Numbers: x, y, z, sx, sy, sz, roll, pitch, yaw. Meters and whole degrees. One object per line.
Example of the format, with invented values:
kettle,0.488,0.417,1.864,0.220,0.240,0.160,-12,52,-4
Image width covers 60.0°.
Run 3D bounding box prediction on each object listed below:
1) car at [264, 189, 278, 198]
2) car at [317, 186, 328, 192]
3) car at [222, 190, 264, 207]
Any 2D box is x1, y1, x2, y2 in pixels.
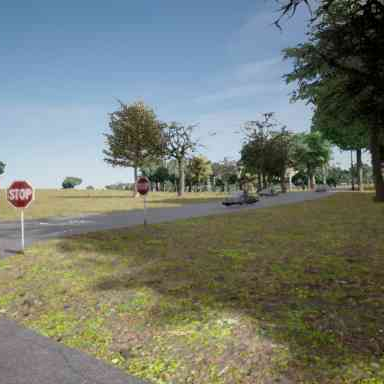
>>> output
car,13.292,0.231,58.171,2.033,1.411,5.357,-3,1,34
car,28.500,-0.692,72.566,1.994,1.385,4.181,-2,1,28
car,4.959,0.741,33.537,2.033,1.411,5.357,-3,0,34
